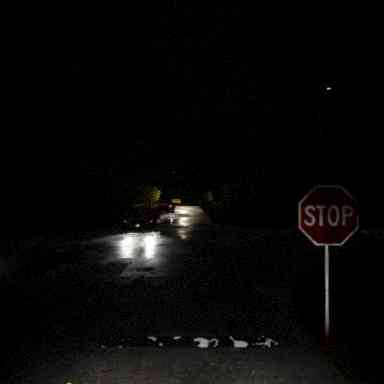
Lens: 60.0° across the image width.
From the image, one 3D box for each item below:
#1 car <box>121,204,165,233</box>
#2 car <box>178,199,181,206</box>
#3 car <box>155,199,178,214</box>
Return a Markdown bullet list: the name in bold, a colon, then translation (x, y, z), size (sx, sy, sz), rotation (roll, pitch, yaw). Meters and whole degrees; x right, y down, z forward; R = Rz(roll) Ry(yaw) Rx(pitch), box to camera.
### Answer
- **car**: translation (-2.924, 1.614, 19.862), size (1.994, 1.385, 4.181), rotation (0, 0, -1)
- **car**: translation (-3.392, 2.342, 72.715), size (1.882, 1.535, 5.008), rotation (0, -2, -1)
- **car**: translation (-3.086, 1.542, 38.245), size (2.097, 1.767, 4.553), rotation (0, -1, -1)
